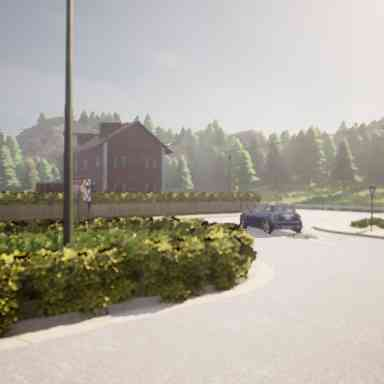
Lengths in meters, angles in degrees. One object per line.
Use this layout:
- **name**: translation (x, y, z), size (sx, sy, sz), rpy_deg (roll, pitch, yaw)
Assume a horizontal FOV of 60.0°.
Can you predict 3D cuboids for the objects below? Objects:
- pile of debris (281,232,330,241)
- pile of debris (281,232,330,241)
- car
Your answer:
- **pile of debris**: translation (5.801, 2.255, 17.089), size (1.500, 0.140, 1.860), rpy_deg (0, 0, -35)
- **pile of debris**: translation (5.801, 2.255, 17.089), size (1.500, 0.140, 1.860), rpy_deg (0, 0, -35)
- **car**: translation (4.634, 1.435, 20.102), size (2.097, 1.767, 4.553), rpy_deg (0, 0, -16)
